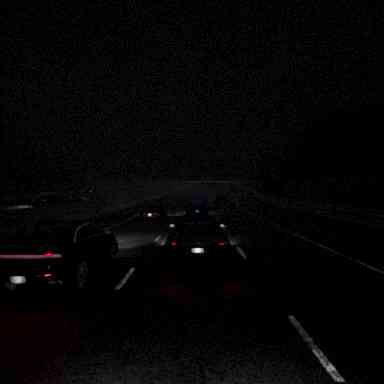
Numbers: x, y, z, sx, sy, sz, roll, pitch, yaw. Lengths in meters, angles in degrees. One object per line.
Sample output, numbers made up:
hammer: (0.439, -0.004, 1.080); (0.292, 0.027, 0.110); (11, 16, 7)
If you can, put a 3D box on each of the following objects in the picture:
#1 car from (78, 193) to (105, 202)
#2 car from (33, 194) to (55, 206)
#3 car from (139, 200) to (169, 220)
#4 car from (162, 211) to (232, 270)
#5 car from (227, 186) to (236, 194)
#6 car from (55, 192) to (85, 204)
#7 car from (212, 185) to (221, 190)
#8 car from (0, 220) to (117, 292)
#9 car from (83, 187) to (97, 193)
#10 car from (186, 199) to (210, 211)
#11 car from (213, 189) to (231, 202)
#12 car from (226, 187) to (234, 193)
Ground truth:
car: (-13.193, 1.174, 44.675); (1.895, 1.301, 4.718); (0, 1, 2)
car: (-20.130, 1.050, 46.155); (1.837, 1.490, 4.892); (0, 1, 3)
car: (-3.056, 1.395, 26.957); (1.837, 1.490, 4.892); (0, 1, 1)
car: (0.174, 1.547, 11.002); (1.994, 1.385, 4.181); (0, 0, 1)
car: (9.672, -0.547, 81.303); (2.150, 2.045, 5.566); (0, 2, 5)
car: (-16.643, 1.112, 45.841); (1.994, 1.385, 4.181); (0, 1, 3)
car: (6.079, -0.093, 77.672); (2.097, 1.767, 4.553); (0, 2, 3)
car: (-3.347, 1.478, 8.860); (2.128, 1.511, 4.902); (0, 0, 0)
car: (-21.726, -0.191, 70.856); (2.097, 1.767, 4.553); (0, 2, 0)
car: (0.489, 1.346, 28.718); (1.882, 1.535, 5.008); (0, 1, 1)
car: (4.825, 0.766, 54.521); (1.882, 1.535, 5.008); (0, 2, 3)
car: (10.336, -0.486, 90.919); (2.033, 1.411, 5.357); (0, 2, 3)
